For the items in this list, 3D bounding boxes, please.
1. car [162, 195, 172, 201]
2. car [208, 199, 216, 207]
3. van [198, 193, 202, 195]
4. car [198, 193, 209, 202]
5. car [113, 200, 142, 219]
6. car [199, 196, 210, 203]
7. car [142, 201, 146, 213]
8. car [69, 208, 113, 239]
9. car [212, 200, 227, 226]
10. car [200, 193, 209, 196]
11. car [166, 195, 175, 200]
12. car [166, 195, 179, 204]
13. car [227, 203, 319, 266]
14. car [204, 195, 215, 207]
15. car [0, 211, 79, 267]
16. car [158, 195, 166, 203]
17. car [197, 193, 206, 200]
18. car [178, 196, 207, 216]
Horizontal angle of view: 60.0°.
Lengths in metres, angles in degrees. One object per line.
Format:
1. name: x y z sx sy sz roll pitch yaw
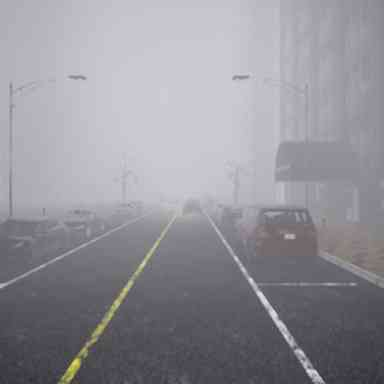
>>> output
1. car: -5.835 1.479 79.169 2.008 1.369 4.403 1 0 0
2. car: 2.643 1.561 28.438 1.802 1.307 4.206 0 0 0
3. van: 2.580 1.286 62.286 1.690 1.788 3.998 0 0 0
4. car: 2.558 1.247 73.569 2.192 1.841 5.009 0 0 0
5. car: -5.737 1.565 28.383 1.802 1.307 4.206 0 0 0
6. car: 2.567 1.489 67.928 2.008 1.369 4.403 0 0 0
7. car: -5.747 1.522 34.026 1.887 1.381 4.507 0 0 0
8. car: -5.715 1.543 17.098 2.008 1.369 4.403 0 0 0
9. car: 2.655 1.528 22.796 1.887 1.381 4.507 0 0 0
10. car: 2.601 1.397 51.004 1.967 1.590 4.097 0 0 0
11. car: -5.858 1.465 90.454 2.008 1.369 4.403 1 0 0
12. car: -3.152 1.551 59.905 1.895 1.301 4.718 0 0 1
13. car: 2.678 1.307 11.514 2.192 1.841 5.009 0 0 0
14. car: 2.611 1.507 45.362 1.887 1.381 4.507 0 0 0
15. car: -5.703 1.562 11.455 1.947 1.339 4.313 0 0 0
16. car: -5.812 1.383 67.883 1.967 1.590 4.097 0 0 0
17. car: 2.525 1.225 90.493 2.192 1.841 5.009 0 0 0
18. car: 0.039 1.469 31.815 2.128 1.511 4.902 0 0 0
